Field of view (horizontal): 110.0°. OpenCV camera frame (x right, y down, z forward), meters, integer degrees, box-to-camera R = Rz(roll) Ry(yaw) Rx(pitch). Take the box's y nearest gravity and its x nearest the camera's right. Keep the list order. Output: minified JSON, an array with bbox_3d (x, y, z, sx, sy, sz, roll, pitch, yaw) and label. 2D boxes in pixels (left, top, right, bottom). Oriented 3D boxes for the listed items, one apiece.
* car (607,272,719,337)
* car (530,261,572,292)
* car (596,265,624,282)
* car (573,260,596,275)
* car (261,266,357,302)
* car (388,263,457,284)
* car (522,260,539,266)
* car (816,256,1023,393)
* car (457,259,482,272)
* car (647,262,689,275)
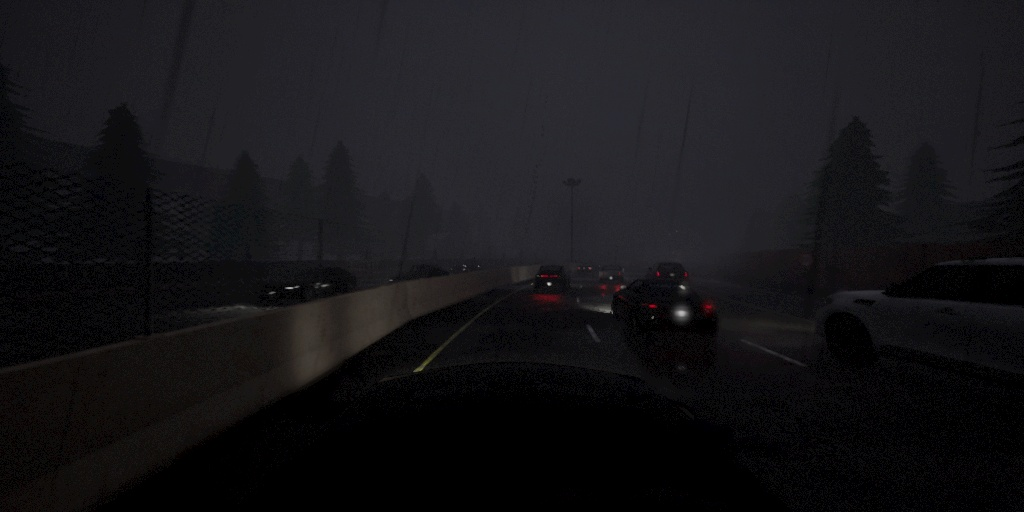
[{"bbox_3d":[4.230,1.341,10.513,1.994,1.385,4.181,0,0,6],"label":"car"},{"bbox_3d":[2.554,1.284,22.016,1.837,1.490,4.892,0,0,12],"label":"car"},{"bbox_3d":[8.316,1.413,29.734,1.895,1.301,4.718,0,0,18],"label":"car"},{"bbox_3d":[8.741,1.370,40.495,2.033,1.411,5.357,0,0,25],"label":"car"},{"bbox_3d":[-9.245,1.227,16.818,1.837,1.490,4.892,0,0,9],"label":"car"},{"bbox_3d":[-5.103,1.234,20.214,2.128,1.511,4.902,0,0,11],"label":"car"},{"bbox_3d":[2.949,1.333,52.675,1.812,1.442,4.674,0,0,29],"label":"car"},{"bbox_3d":[7.256,1.007,4.973,2.150,2.045,5.566,0,0,2],"label":"car"},{"bbox_3d":[-5.438,1.112,43.160,2.097,1.767,4.553,0,0,23],"label":"car"},{"bbox_3d":[10.252,1.168,23.832,2.097,1.767,4.553,0,0,14],"label":"car"}]
